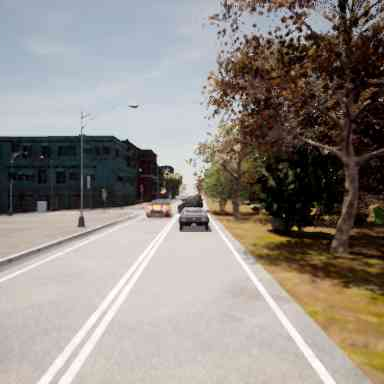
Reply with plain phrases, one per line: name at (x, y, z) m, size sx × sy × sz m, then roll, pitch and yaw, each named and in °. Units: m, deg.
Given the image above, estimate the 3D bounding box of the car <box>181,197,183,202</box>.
car at (-1.850, 1.821, 84.792) m, size 2.033 × 1.411 × 5.357 m, roll 0°, pitch 0°, yaw 2°

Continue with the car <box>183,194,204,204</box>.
car at (0.359, 1.435, 42.771) m, size 2.150 × 2.045 × 5.566 m, roll 0°, pitch 0°, yaw 1°

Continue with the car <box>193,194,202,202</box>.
car at (1.459, 1.479, 86.573) m, size 2.150 × 2.045 × 5.566 m, roll 0°, pitch 0°, yaw 2°

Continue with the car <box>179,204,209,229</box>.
car at (0.130, 1.705, 22.252) m, size 1.895 × 1.301 × 4.718 m, roll 0°, pitch 0°, yaw 0°

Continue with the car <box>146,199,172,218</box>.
car at (-3.153, 1.516, 32.202) m, size 2.097 × 1.767 × 4.553 m, roll 0°, pitch 0°, yaw 1°
